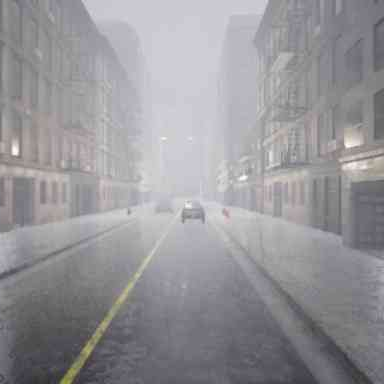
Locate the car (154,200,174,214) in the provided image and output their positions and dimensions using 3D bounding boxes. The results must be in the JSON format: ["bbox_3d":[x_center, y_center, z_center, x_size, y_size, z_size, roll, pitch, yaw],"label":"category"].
[{"bbox_3d":[-3.086,1.696,37.540,1.837,1.490,4.892,0,0,0],"label":"car"}]

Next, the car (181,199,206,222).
[{"bbox_3d":[0.099,1.625,27.341,2.128,1.511,4.902,0,0,0],"label":"car"}]

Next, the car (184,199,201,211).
[{"bbox_3d":[0.067,1.751,46.611,2.163,1.488,4.792,0,0,0],"label":"car"}]
